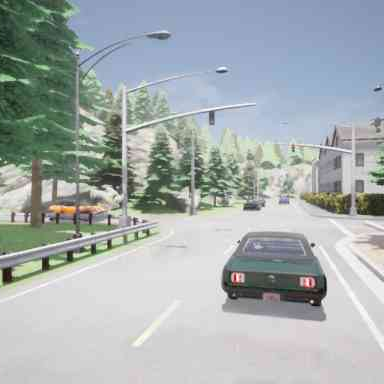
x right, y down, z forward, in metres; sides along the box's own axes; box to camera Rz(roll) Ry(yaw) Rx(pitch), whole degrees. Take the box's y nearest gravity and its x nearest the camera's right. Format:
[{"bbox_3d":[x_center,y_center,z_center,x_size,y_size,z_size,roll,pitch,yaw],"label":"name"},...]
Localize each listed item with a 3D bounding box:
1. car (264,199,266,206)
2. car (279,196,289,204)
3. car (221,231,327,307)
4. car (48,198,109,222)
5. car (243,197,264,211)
[{"bbox_3d":[10.261,1.489,51.035,2.128,1.511,4.902,0,0,16],"label":"car"},{"bbox_3d":[17.365,1.544,62.678,2.033,1.411,5.357,0,0,16],"label":"car"},{"bbox_3d":[2.021,1.600,8.106,1.895,1.301,4.718,0,0,15],"label":"car"},{"bbox_3d":[-8.837,1.365,26.061,4.553,1.767,2.097,0,0,15],"label":"car"},{"bbox_3d":[7.486,1.599,41.228,1.895,1.301,4.718,0,0,16],"label":"car"}]
